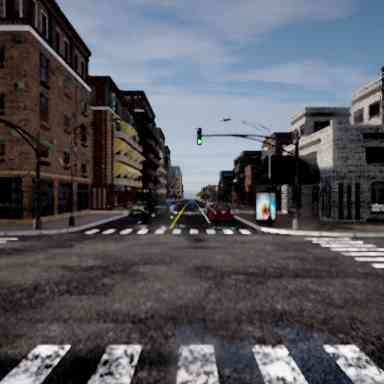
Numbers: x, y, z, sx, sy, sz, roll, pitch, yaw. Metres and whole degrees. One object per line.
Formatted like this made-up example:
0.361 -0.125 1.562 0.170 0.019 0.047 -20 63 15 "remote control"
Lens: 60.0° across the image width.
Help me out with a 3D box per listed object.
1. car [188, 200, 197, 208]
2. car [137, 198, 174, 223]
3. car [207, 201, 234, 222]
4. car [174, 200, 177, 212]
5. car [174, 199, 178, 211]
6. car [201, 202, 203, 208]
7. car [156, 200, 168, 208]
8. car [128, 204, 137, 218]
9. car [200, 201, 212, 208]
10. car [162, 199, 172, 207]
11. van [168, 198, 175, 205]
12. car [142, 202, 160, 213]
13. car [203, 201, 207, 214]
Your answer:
0.060 2.448 68.471 2.033 1.411 5.357 0 -1 0 "car"
-3.111 1.596 29.516 2.150 2.045 5.566 0 -1 0 "car"
2.672 1.821 30.018 1.967 1.590 4.097 0 -1 0 "car"
-3.117 2.032 39.398 1.812 1.442 4.674 0 -1 0 "car"
-3.112 2.166 49.445 1.812 1.442 4.674 0 -1 0 "car"
2.665 2.159 47.106 2.008 1.369 4.403 0 -1 0 "car"
-5.723 2.364 64.009 1.752 1.417 4.829 0 -1 0 "car"
-5.710 2.008 35.697 2.008 1.369 4.403 0 -1 0 "car"
2.658 2.391 64.194 2.008 1.369 4.403 -1 -1 0 "car"
-5.730 2.440 75.571 1.967 1.590 4.097 -1 -1 0 "car"
-5.737 2.585 92.661 1.690 1.788 3.998 -1 -1 0 "van"
-5.715 2.160 47.090 2.008 1.369 4.403 0 -1 0 "car"
2.668 2.114 41.409 1.802 1.307 4.206 0 -1 0 "car"
